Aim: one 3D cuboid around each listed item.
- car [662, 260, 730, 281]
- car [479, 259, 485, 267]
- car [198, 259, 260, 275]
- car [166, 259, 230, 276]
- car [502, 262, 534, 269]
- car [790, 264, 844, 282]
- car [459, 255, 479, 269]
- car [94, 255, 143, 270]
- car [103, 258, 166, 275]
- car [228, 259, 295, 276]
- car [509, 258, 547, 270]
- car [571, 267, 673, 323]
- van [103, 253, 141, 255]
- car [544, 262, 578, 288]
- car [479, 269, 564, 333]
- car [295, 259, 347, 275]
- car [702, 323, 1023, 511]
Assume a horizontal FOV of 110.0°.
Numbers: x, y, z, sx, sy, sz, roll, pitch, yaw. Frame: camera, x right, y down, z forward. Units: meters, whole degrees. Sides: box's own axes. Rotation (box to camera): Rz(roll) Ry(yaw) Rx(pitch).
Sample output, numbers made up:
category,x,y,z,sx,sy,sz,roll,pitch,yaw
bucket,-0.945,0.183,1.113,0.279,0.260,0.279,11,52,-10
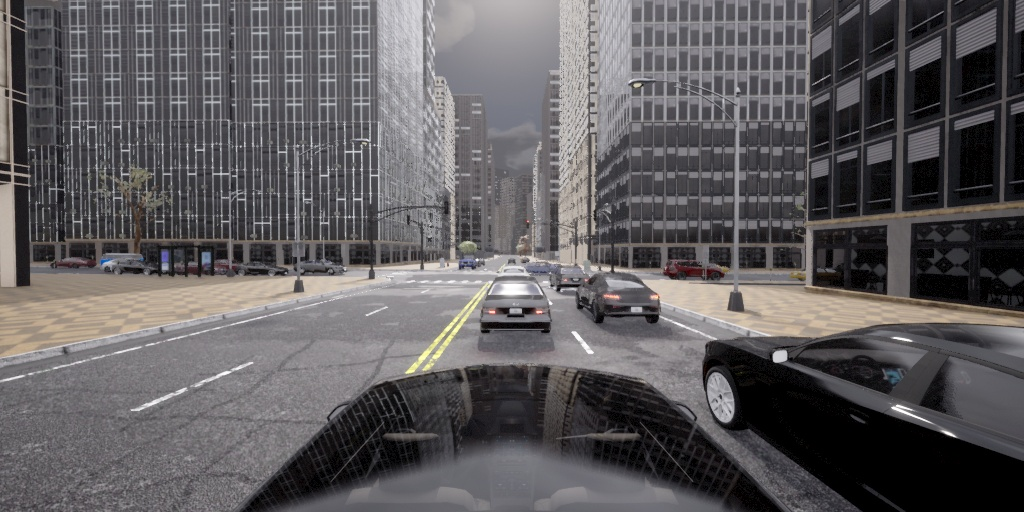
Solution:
category,x,y,z,sx,sy,sz,roll,pitch,yaw
car,16.174,1.267,32.159,5.009,1.841,2.192,0,0,1
car,-6.604,1.190,63.801,2.128,1.511,4.902,0,0,0
car,-27.917,1.041,35.469,4.674,1.442,1.812,1,1,1
car,-28.435,1.136,32.791,4.207,1.307,1.802,0,0,1
car,0.089,1.265,20.243,1.812,1.442,4.674,0,0,0
car,27.623,1.577,31.970,4.829,1.417,1.751,0,0,1
car,-6.631,0.932,53.883,2.150,2.045,5.566,0,0,0
car,-37.966,0.950,35.675,4.674,1.442,1.812,1,1,2
car,-34.116,1.067,32.960,4.313,1.339,1.948,0,0,1
car,-22.751,1.172,32.661,4.313,1.339,1.948,0,0,1
car,2.694,1.287,38.145,5.357,1.411,2.033,1,1,1
car,3.345,1.271,11.922,1.812,1.442,4.674,0,0,0
van,-45.313,0.603,41.613,3.998,1.789,1.690,0,0,1
car,3.340,1.286,21.333,2.033,1.411,5.357,0,0,0
car,0.096,1.293,10.652,2.033,1.411,5.357,0,0,0
car,-18.821,1.089,35.290,4.902,1.511,2.128,1,1,1
car,3.344,1.227,2.575,1.882,1.535,5.008,0,0,0
